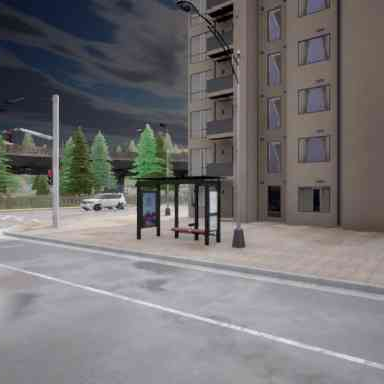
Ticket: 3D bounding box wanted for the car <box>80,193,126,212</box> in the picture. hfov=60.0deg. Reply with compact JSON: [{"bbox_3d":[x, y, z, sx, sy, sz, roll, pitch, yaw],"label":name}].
[{"bbox_3d":[-10.313,1.165,39.093,2.150,2.045,5.566,0,0,37],"label":"car"}]
